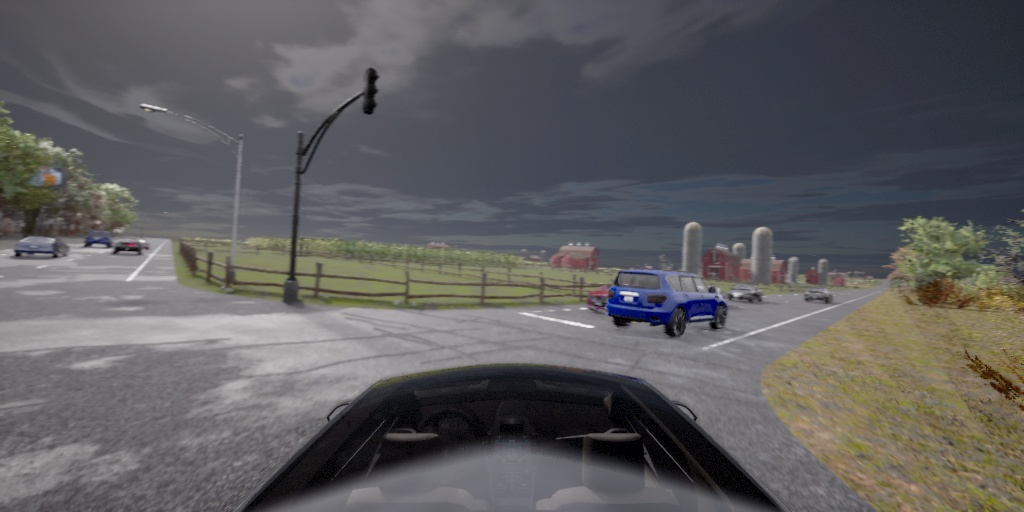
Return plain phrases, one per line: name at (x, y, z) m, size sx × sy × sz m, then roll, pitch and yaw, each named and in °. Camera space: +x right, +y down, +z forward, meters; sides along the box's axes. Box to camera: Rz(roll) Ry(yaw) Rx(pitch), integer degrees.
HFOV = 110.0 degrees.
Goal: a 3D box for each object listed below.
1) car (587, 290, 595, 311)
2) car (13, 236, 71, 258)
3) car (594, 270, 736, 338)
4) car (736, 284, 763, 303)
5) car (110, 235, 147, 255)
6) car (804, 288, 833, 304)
car at (5.632, 1.949, 17.435) m, size 5.008 × 1.535 × 1.882 m, roll 5°, pitch -2°, yaw -43°
car at (-32.596, -0.653, 24.981) m, size 2.033 × 1.411 × 5.357 m, roll 4°, pitch 0°, yaw -44°
car at (5.638, 1.572, 12.787) m, size 5.566 × 2.045 × 2.150 m, roll 4°, pitch -2°, yaw -40°
car at (20.613, 3.243, 31.627) m, size 4.902 × 1.511 × 2.128 m, roll 5°, pitch -2°, yaw -43°
car at (-37.126, -0.931, 34.810) m, size 1.837 × 1.490 × 4.892 m, roll 4°, pitch -2°, yaw -44°
car at (32.015, 4.087, 37.437) m, size 4.902 × 1.511 × 2.128 m, roll 5°, pitch -2°, yaw -43°
